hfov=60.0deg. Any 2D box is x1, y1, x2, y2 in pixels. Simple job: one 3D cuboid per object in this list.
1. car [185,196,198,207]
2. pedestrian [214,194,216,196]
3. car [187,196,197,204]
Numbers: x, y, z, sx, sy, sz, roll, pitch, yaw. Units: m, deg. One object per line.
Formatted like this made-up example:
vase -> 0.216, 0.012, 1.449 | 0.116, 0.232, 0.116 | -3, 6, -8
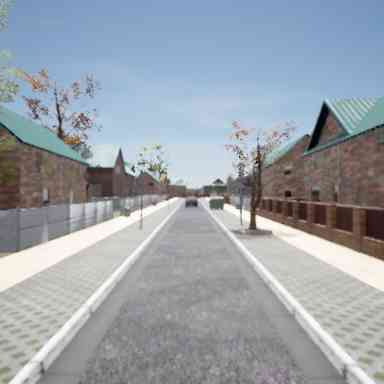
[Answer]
car -> -0.039, 1.516, 50.148 | 1.837, 1.490, 4.892 | 0, 0, 0
pedestrian -> 2.973, 1.141, 42.041 | 0.375, 1.860, 0.375 | 2, -2, -6
car -> -0.040, 1.487, 65.206 | 1.882, 1.535, 5.008 | 0, 0, 0
